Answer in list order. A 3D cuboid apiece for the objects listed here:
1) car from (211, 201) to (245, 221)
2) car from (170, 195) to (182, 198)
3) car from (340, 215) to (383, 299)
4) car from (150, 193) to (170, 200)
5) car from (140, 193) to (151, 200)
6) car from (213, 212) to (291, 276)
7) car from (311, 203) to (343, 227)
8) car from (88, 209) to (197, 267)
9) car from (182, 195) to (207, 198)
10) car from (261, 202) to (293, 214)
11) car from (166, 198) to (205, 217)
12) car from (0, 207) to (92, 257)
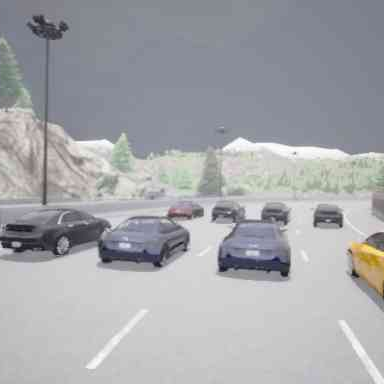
[{"bbox_3d":[2.868,1.430,25.601,1.837,1.490,4.892,1,1,20],"label":"car"},{"bbox_3d":[-1.347,1.225,58.106,1.994,1.385,4.181,1,0,30],"label":"car"},{"bbox_3d":[4.829,1.541,7.233,1.882,1.535,5.008,1,0,13],"label":"car"},{"bbox_3d":[-4.797,1.184,59.198,1.895,1.301,4.718,1,0,30],"label":"car"},{"bbox_3d":[-7.606,1.006,61.281,2.128,1.511,4.902,1,0,30],"label":"car"},{"bbox_3d":[2.030,1.548,10.490,1.994,1.385,4.181,1,0,14],"label":"car"},{"bbox_3d":[9.603,1.583,23.656,1.837,1.490,4.892,1,1,20],"label":"car"},{"bbox_3d":[-1.396,1.472,11.202,1.994,1.385,4.181,1,0,14],"label":"car"},{"bbox_3d":[0.902,1.217,55.015,2.128,1.511,4.902,1,0,30],"label":"car"},{"bbox_3d":[6.237,1.507,24.625,1.837,1.490,4.892,1,1,20],"label":"car"},{"bbox_3d":[-0.376,1.412,26.904,1.994,1.385,4.181,1,0,20],"label":"car"},{"bbox_3d":[-4.709,1.339,12.372,1.837,1.490,4.892,1,0,14],"label":"car"}]
